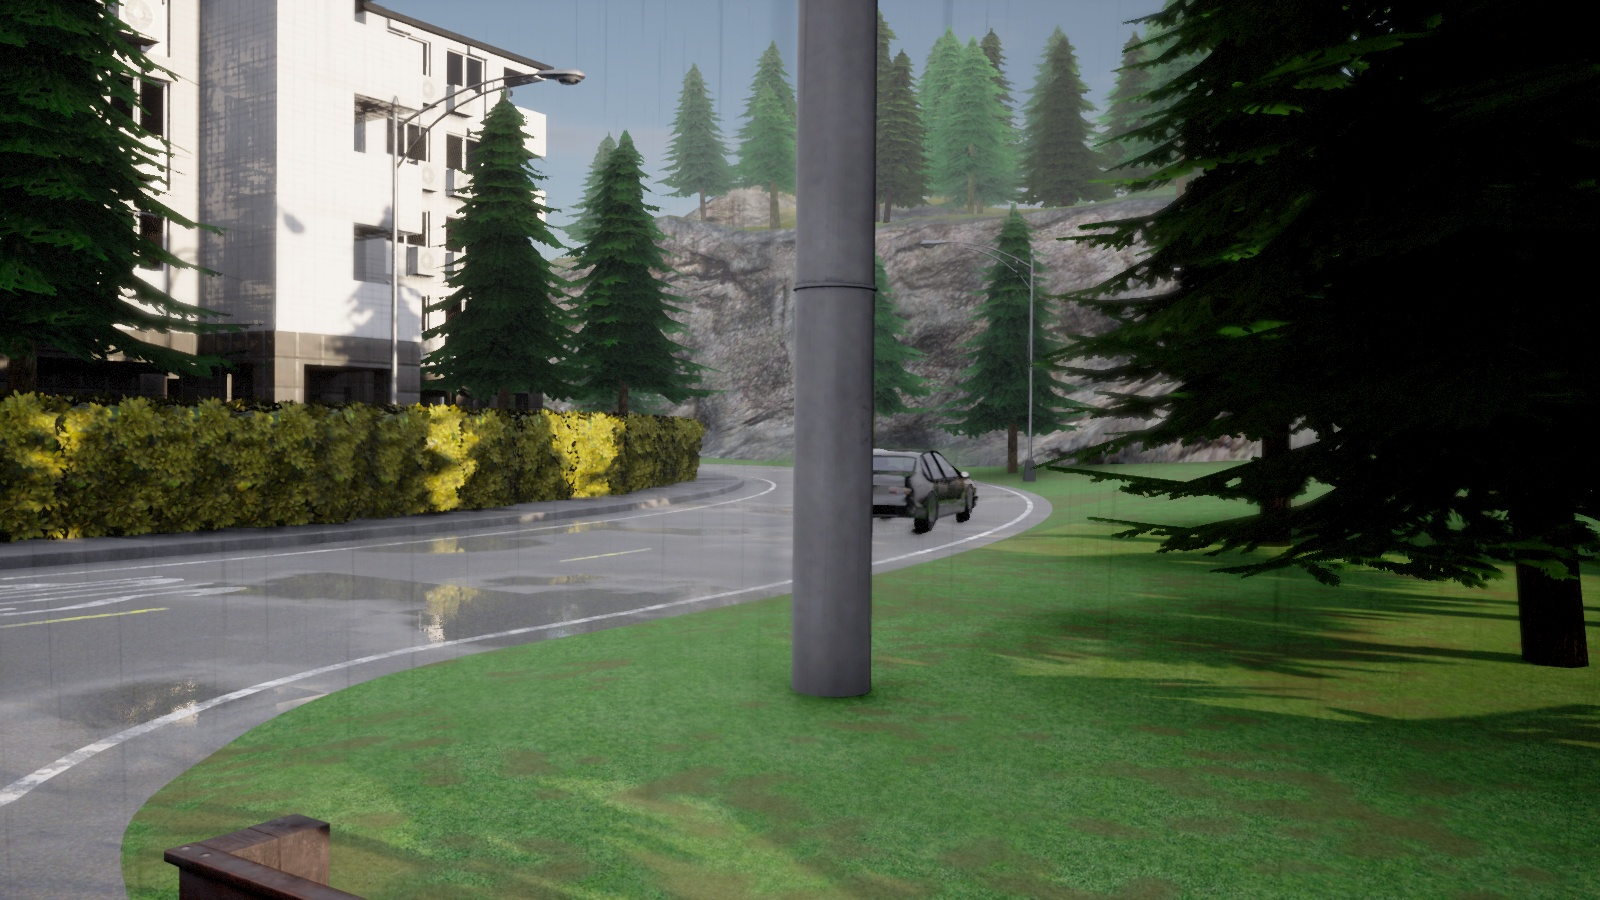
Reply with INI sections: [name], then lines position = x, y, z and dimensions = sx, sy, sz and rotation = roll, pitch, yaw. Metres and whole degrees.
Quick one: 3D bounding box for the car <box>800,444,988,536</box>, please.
[car]
position = 1.878, 0.627, 22.803
dimensions = 2.033, 1.411, 5.357
rotation = 0, 1, 20
